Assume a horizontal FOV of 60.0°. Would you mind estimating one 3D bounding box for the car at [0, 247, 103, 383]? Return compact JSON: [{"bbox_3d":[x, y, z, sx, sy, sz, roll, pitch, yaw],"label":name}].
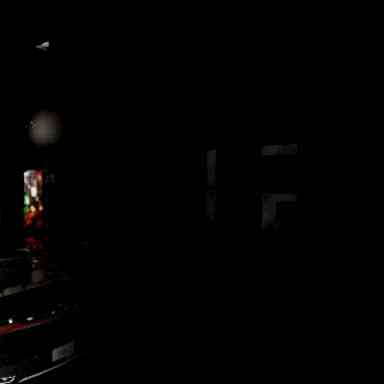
[{"bbox_3d":[-3.201,1.512,4.949,4.403,1.369,2.008,1,1,35],"label":"car"}]
